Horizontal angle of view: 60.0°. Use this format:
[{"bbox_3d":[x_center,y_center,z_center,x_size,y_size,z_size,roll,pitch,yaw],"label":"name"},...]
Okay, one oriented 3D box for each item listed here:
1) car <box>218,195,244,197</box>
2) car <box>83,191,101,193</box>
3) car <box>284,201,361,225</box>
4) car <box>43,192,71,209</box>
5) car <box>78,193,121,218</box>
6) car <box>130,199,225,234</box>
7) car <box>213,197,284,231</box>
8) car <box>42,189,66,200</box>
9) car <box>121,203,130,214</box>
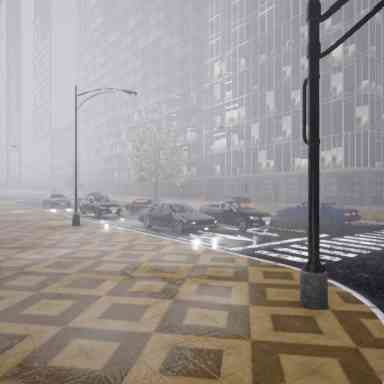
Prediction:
[{"bbox_3d":[2.475,1.034,24.184,2.097,1.767,4.553,0,1,-38],"label":"car"},{"bbox_3d":[-10.219,0.741,34.803,2.097,1.767,4.553,0,1,-38],"label":"car"},{"bbox_3d":[8.239,1.321,22.110,2.033,1.411,5.357,0,1,-38],"label":"car"},{"bbox_3d":[-14.050,0.881,34.434,1.812,1.442,4.674,0,1,-38],"label":"car"},{"bbox_3d":[-7.027,1.056,25.442,2.128,1.511,4.902,0,1,-38],"label":"car"},{"bbox_3d":[-0.953,1.292,17.700,2.033,1.411,5.357,0,1,-38],"label":"car"},{"bbox_3d":[2.330,1.254,18.784,2.128,1.511,4.902,0,1,-38],"label":"car"},{"bbox_3d":[-19.477,0.278,46.806,1.994,1.385,4.181,0,1,-38],"label":"car"},{"bbox_3d":[-3.394,1.193,26.076,1.895,1.301,4.718,0,1,-38],"label":"car"}]
